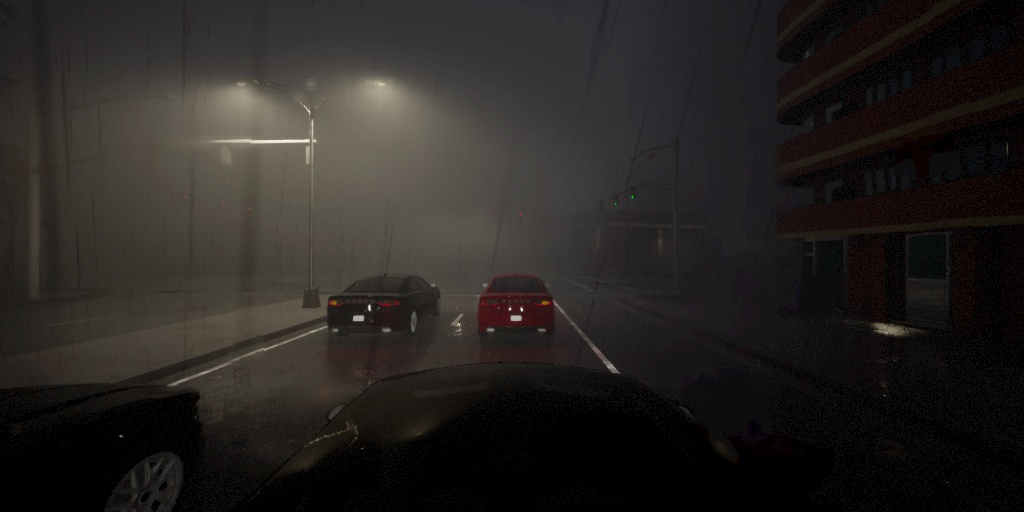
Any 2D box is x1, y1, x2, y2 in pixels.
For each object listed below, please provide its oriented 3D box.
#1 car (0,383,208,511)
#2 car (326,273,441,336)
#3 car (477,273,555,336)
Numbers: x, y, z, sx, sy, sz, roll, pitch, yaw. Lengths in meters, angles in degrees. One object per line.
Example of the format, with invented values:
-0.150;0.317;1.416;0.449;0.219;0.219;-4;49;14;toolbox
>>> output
-3.409;1.228;0.838;1.882;1.535;5.008;0;0;0;car
-3.384;1.228;10.411;1.882;1.535;5.008;0;0;0;car
0.121;1.228;10.421;1.882;1.535;5.008;0;0;1;car
